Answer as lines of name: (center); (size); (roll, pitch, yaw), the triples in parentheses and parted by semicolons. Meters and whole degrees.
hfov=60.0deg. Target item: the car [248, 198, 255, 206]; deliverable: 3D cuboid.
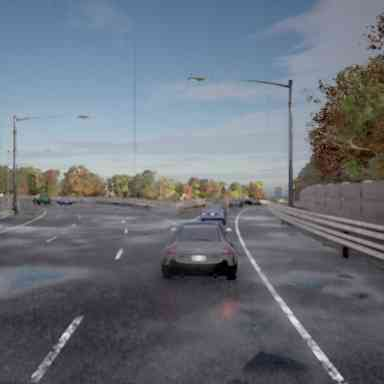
car: (10.077, 1.761, 61.824); (1.882, 1.535, 5.008); (0, -1, 15)

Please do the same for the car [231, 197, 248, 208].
car: (6.664, 1.582, 49.252); (2.128, 1.511, 4.902); (0, 0, 15)

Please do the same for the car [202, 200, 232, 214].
car: (1.756, 1.594, 25.252); (2.033, 1.411, 5.357); (0, 0, 8)

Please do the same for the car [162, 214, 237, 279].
car: (0.271, 1.584, 10.106); (1.994, 1.385, 4.181); (0, 0, 3)

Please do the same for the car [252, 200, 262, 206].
car: (16.554, 2.858, 84.540); (1.837, 1.490, 4.892); (0, -4, 17)

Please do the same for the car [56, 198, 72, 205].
car: (-23.706, 1.718, 61.472); (1.994, 1.385, 4.181); (0, 0, -34)

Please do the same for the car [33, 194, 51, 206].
car: (-27.387, 1.379, 60.650); (2.150, 2.045, 5.566); (0, 0, -36)

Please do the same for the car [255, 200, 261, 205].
car: (13.606, 2.340, 74.582); (2.033, 1.411, 5.357); (0, -3, 16)
